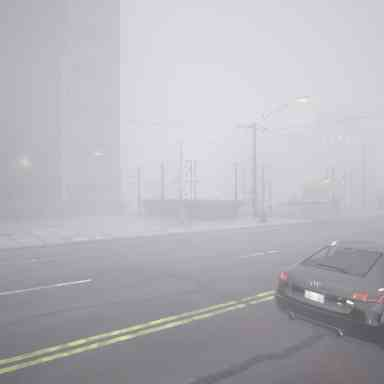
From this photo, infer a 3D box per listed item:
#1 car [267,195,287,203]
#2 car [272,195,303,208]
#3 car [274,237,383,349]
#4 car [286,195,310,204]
[{"bbox_3d":[17.359,1.452,67.790,3.806,1.475,1.970,0,0,-36],"label":"car"},{"bbox_3d":[13.356,1.254,44.728,4.553,1.767,2.185,0,0,-36],"label":"car"},{"bbox_3d":[3.499,1.564,6.243,4.181,1.385,1.994,0,0,-36],"label":"car"},{"bbox_3d":[20.266,1.420,63.789,4.674,1.452,2.002,0,0,-36],"label":"car"}]
